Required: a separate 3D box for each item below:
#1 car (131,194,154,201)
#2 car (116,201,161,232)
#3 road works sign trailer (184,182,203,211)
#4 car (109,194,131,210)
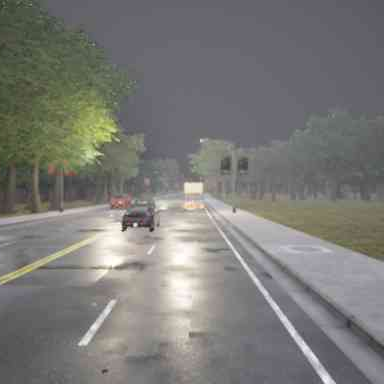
[{"bbox_3d":[-6.360,1.314,44.904,2.150,2.045,5.566,0,0,1],"label":"car"},{"bbox_3d":[-3.098,1.554,20.668,1.837,1.490,4.892,0,0,0],"label":"car"},{"bbox_3d":[0.182,0.551,41.251,2.380,3.560,2.880,0,0,1],"label":"road works sign trailer"},{"bbox_3d":[-9.604,1.314,45.325,2.150,2.045,5.566,0,0,1],"label":"car"}]
